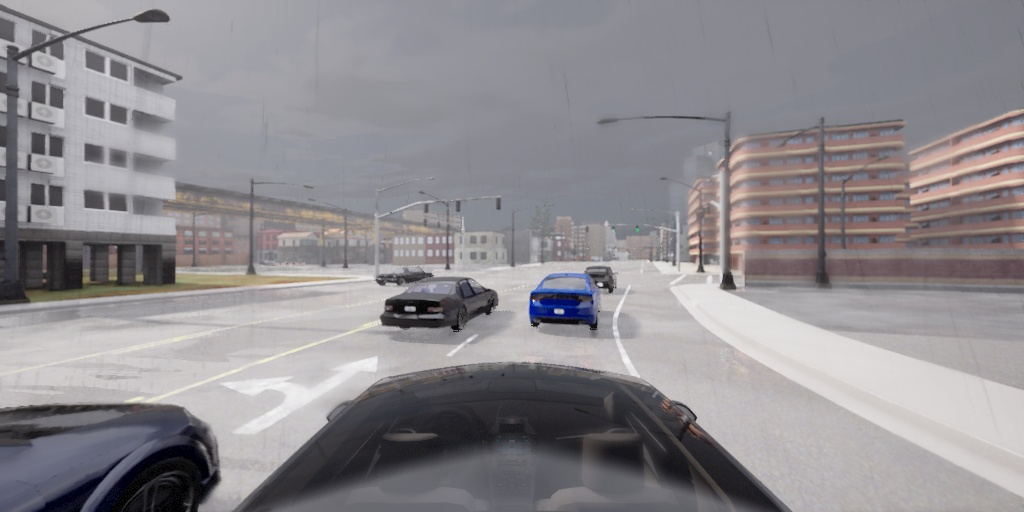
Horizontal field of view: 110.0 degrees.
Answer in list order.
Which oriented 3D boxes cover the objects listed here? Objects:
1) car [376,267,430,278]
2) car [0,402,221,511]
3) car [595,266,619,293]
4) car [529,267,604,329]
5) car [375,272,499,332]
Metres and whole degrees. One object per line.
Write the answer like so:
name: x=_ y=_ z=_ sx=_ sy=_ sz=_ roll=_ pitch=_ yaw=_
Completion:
car: x=-7.955 y=1.498 z=26.732 sx=1.895 sy=1.301 sz=4.718 roll=0 pitch=0 yaw=20
car: x=-3.219 y=1.308 z=1.013 sx=1.994 sy=1.385 sz=4.181 roll=0 pitch=0 yaw=-1
car: x=5.421 y=1.377 z=22.190 sx=1.837 sy=1.490 sz=4.892 roll=0 pitch=-1 yaw=20
car: x=1.880 y=1.287 z=11.645 sx=1.882 sy=1.535 sz=5.008 roll=0 pitch=0 yaw=15
car: x=-1.917 y=1.352 z=11.206 sx=2.033 sy=1.411 sz=5.357 roll=0 pitch=0 yaw=13
